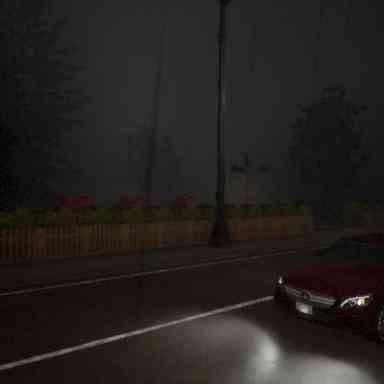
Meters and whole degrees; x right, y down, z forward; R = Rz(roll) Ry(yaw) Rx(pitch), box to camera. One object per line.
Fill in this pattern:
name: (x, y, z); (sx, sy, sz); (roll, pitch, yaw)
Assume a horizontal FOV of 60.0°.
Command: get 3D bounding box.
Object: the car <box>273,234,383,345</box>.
car: (3.669, 1.614, 6.677); (4.674, 1.442, 1.812); (1, 0, -36)
